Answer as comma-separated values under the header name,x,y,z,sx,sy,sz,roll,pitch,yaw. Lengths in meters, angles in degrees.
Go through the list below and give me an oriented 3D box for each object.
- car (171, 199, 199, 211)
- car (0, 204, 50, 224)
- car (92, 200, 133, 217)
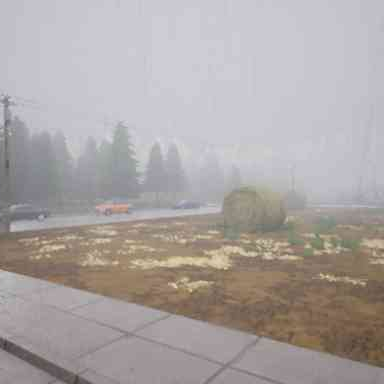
name,x,y,z,sx,sy,sz,roll,pitch,yaw
car,-0.961,1.814,46.779,1.882,1.535,5.008,-1,0,37
car,-14.663,1.846,28.341,1.837,1.490,4.892,-1,0,37
car,-8.667,1.691,36.426,2.097,1.767,4.553,-1,0,37
